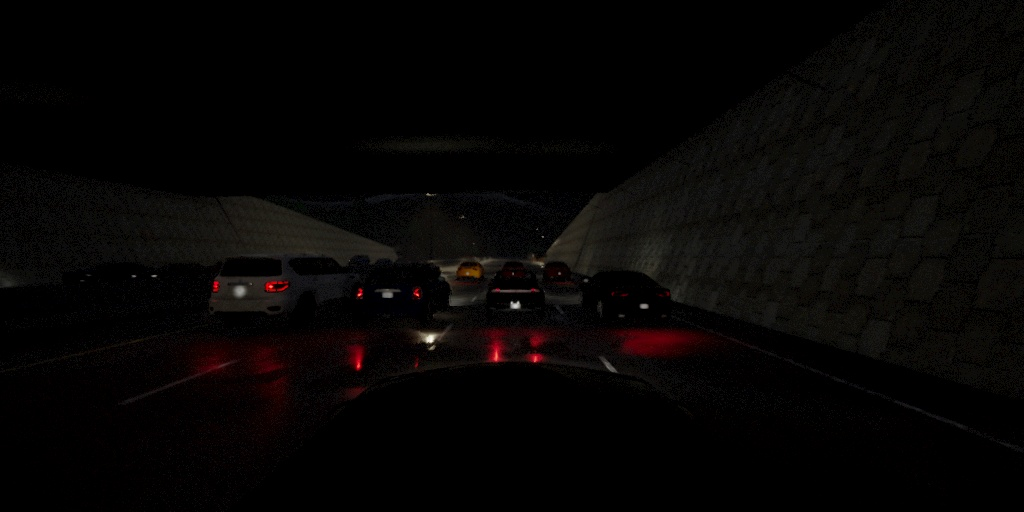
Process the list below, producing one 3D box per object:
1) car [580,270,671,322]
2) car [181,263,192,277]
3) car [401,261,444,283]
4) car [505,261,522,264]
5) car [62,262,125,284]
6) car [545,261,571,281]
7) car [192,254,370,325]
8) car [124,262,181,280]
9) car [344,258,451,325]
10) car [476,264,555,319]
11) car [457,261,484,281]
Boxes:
[{"bbox_3d":[3.603,1.208,12.236,1.882,1.535,5.008,0,0,0],"label":"car"},{"bbox_3d":[-21.074,1.169,26.564,1.882,1.535,5.008,0,0,0],"label":"car"},{"bbox_3d":[-6.878,1.185,28.201,2.128,1.511,4.902,0,0,0],"label":"car"},{"bbox_3d":[0.126,1.170,29.743,1.882,1.535,5.008,0,0,0],"label":"car"},{"bbox_3d":[-28.075,1.169,25.254,1.882,1.535,5.008,0,0,0],"label":"car"},{"bbox_3d":[3.626,1.172,29.750,1.882,1.535,5.008,0,0,0],"label":"car"},{"bbox_3d":[-6.896,0.948,11.779,2.150,2.045,5.566,0,0,0],"label":"car"},{"bbox_3d":[-24.576,1.237,26.490,2.033,1.411,5.357,0,0,0],"label":"car"},{"bbox_3d":[-3.398,1.080,11.934,2.097,1.767,4.553,0,0,0],"label":"car"},{"bbox_3d":[0.104,1.219,12.718,2.128,1.511,4.902,0,0,0],"label":"car"},{"bbox_3d":[-3.374,1.169,29.745,1.882,1.535,5.008,0,0,0],"label":"car"}]
